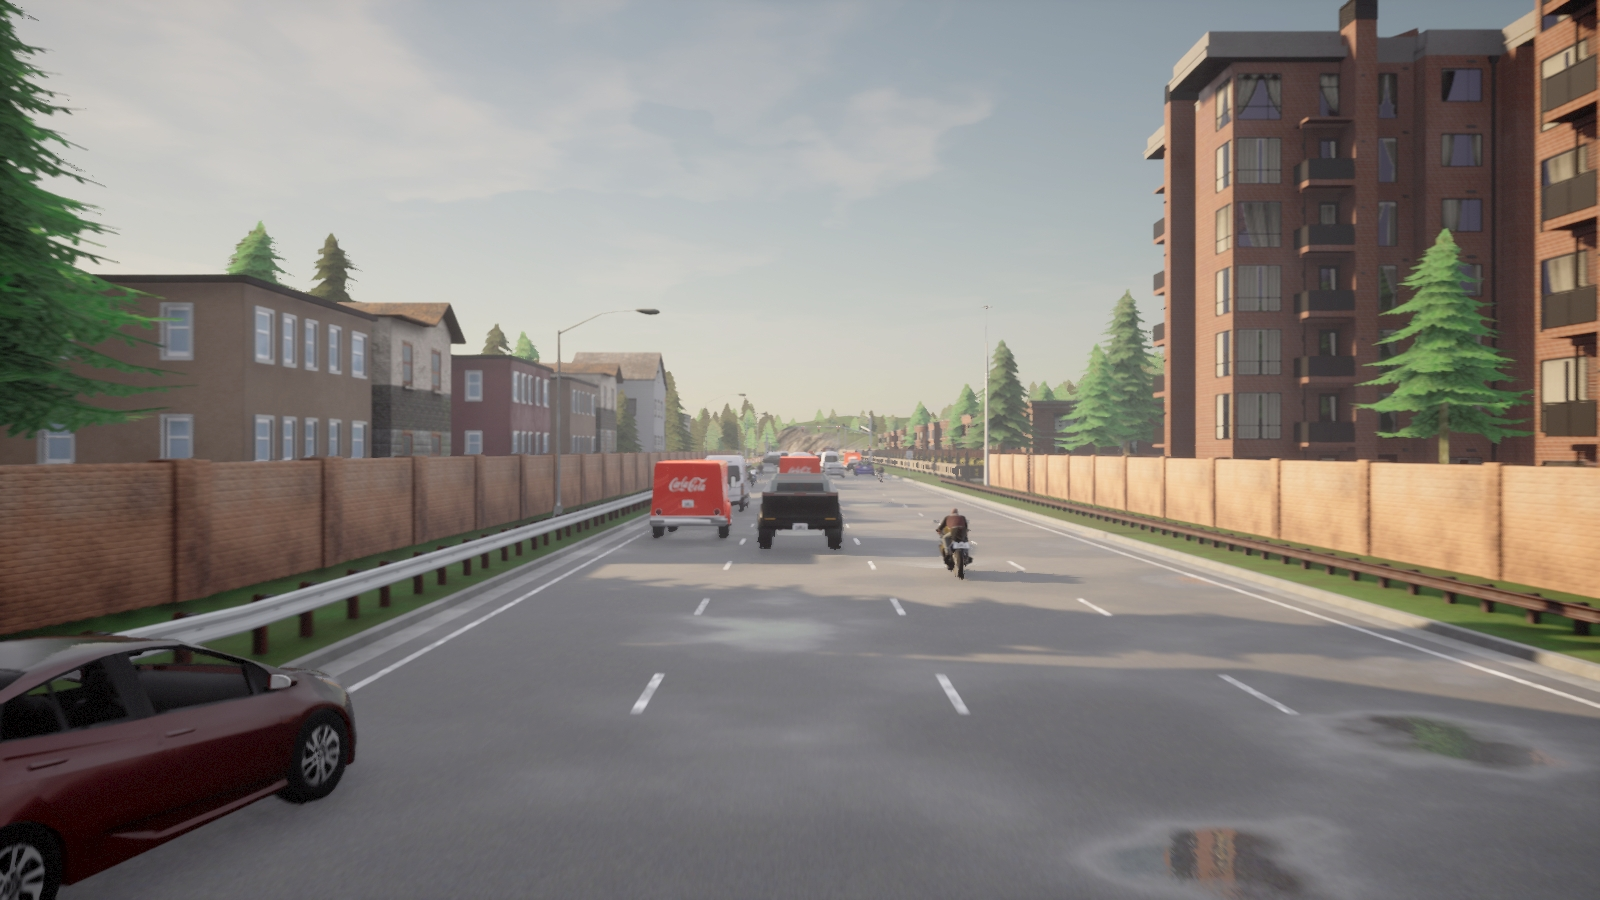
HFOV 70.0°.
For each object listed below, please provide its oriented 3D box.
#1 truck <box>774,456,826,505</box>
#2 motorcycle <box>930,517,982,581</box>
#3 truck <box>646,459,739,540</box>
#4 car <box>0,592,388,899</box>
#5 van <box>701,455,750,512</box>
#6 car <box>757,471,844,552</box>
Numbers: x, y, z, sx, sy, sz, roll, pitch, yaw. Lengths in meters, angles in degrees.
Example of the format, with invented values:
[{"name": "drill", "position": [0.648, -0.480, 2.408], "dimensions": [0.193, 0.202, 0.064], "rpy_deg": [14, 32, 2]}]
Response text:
[{"name": "truck", "position": [0.001, 1.568, 60.917], "dimensions": [2.627, 2.467, 5.204], "rpy_deg": [0, 0, 0]}, {"name": "motorcycle", "position": [3.503, 2.205, 25.851], "dimensions": [0.867, 1.251, 2.209], "rpy_deg": [0, 0, 0]}, {"name": "truck", "position": [-3.499, 1.569, 38.202], "dimensions": [2.627, 2.467, 5.204], "rpy_deg": [0, 0, 0]}, {"name": "car", "position": [-4.979, 2.040, 7.873], "dimensions": [2.007, 1.525, 4.514], "rpy_deg": [0, 0, 11]}, {"name": "van", "position": [-3.504, 1.535, 54.609], "dimensions": [1.988, 2.561, 5.915], "rpy_deg": [0, 0, 0]}, {"name": "car", "position": [0.005, 1.754, 34.400], "dimensions": [2.390, 2.098, 6.274], "rpy_deg": [0, 0, 0]}]
